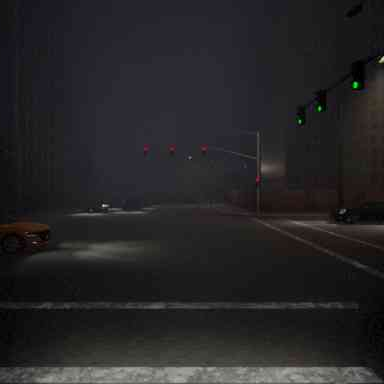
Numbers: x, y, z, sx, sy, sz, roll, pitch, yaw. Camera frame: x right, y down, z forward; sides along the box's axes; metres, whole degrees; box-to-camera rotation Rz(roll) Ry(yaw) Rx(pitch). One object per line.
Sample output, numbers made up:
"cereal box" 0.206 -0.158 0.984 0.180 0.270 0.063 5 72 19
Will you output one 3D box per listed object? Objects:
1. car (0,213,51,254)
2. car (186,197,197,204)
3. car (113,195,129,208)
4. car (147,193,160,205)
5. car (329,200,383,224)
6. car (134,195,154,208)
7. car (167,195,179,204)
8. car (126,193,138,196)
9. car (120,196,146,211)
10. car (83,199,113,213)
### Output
"car" -8.148 1.482 12.964 5.008 1.535 1.882 0 0 -1
"car" -0.122 1.584 64.974 1.994 1.385 4.181 0 0 0
"car" -10.685 1.562 47.656 2.033 1.411 5.357 0 0 0
"car" -7.156 1.240 60.195 2.150 2.045 5.566 0 0 1
"car" 12.368 1.359 23.913 4.553 1.767 2.097 0 0 0
"car" -7.183 1.541 49.668 1.812 1.442 4.674 0 0 0
"car" -3.622 1.372 64.938 2.097 1.767 4.553 0 0 0
"car" -10.665 1.242 58.726 2.150 2.045 5.566 0 0 0
"car" -7.155 1.538 40.575 1.812 1.442 4.674 0 0 -1
"car" -10.706 1.559 37.581 2.033 1.411 5.357 0 0 -3
